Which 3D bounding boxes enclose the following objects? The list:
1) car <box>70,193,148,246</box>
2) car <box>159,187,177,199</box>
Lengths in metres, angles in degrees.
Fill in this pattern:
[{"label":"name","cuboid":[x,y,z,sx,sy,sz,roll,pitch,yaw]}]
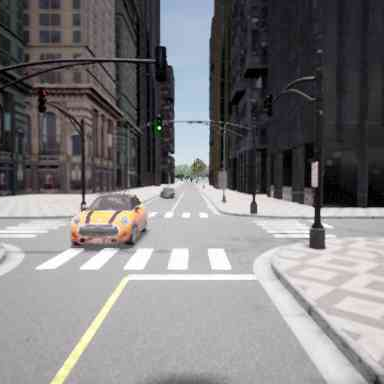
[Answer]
[{"label":"car","cuboid":[-3.001,0.877,12.832,2.097,1.767,4.553,0,2,0]},{"label":"car","cuboid":[-3.006,0.161,41.935,1.837,1.490,4.892,0,4,0]}]
